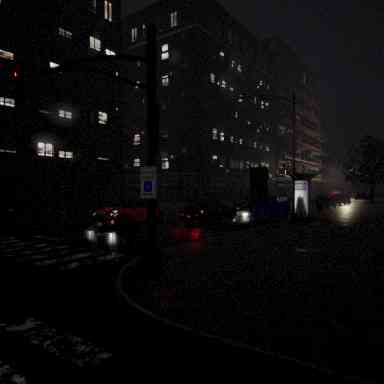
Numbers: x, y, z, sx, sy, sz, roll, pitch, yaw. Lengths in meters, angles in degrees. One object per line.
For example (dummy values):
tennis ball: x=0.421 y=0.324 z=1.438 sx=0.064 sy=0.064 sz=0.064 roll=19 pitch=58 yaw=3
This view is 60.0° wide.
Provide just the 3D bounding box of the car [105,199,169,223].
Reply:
car: x=-3.832 y=1.283 z=23.931 sx=1.887 sy=1.381 sz=4.507 roll=1 pitch=1 yaw=36

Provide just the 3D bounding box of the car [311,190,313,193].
car: x=16.541 y=0.860 z=48.063 sx=1.812 sy=1.442 sz=4.674 roll=0 pitch=1 yaw=36

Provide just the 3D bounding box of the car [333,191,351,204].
car: x=18.834 y=0.923 z=42.111 sx=1.947 sy=1.339 sz=4.313 roll=1 pitch=1 yaw=36

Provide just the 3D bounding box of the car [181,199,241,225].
car: x=1.143 y=1.250 z=21.770 sx=1.812 sy=1.442 sz=4.674 roll=0 pitch=1 yaw=36

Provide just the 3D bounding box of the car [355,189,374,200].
car: x=28.688 y=0.564 z=55.907 sx=1.967 sy=1.590 sz=4.097 roll=1 pitch=1 yaw=36

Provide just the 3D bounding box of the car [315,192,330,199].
car: x=25.699 y=0.621 z=65.284 sx=1.802 sy=1.307 sz=4.206 roll=1 pitch=1 yaw=36

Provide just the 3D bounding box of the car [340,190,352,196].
car: x=38.824 y=0.278 z=83.663 sx=2.008 sy=1.369 sz=4.403 roll=1 pitch=1 yaw=36

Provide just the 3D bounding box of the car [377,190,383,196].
car: x=45.111 y=0.315 z=78.907 sx=1.802 sy=1.307 sz=4.206 roll=1 pitch=1 yaw=36

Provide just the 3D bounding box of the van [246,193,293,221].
van: x=5.695 y=1.009 z=23.708 sx=1.690 sy=1.788 sz=3.998 roll=1 pitch=1 yaw=36

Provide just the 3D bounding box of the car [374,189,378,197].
car: x=31.973 y=0.590 z=60.509 sx=1.887 sy=1.381 sz=4.507 roll=1 pitch=1 yaw=36

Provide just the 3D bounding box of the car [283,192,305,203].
car: x=15.757 y=0.801 z=51.361 sx=1.752 sy=1.417 sz=4.829 roll=1 pitch=1 yaw=36

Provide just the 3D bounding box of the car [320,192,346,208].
car: x=15.549 y=0.979 z=37.511 sx=1.887 sy=1.381 sz=4.507 roll=1 pitch=1 yaw=36

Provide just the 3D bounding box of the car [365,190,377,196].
car: x=44.217 y=0.216 z=82.085 sx=1.994 sy=1.385 sz=4.181 roll=0 pitch=1 yaw=36

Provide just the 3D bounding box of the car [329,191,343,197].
car: x=32.262 y=0.428 z=74.473 sx=1.887 sy=1.381 sz=4.507 roll=1 pitch=1 yaw=36

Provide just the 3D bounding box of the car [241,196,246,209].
car: x=5.832 y=1.105 z=33.235 sx=2.033 sy=1.411 sz=5.357 roll=0 pitch=1 yaw=36

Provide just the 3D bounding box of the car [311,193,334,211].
car: x=12.264 y=1.078 z=32.912 sx=1.947 sy=1.339 sz=4.313 roll=1 pitch=1 yaw=36

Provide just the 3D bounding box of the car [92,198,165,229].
car: x=-3.720 y=1.136 z=19.865 sx=2.097 sy=1.767 sz=4.553 roll=0 pitch=1 yaw=36

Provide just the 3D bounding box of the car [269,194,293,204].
car: x=12.574 y=0.933 z=46.906 sx=1.802 sy=1.307 sz=4.206 roll=1 pitch=1 yaw=36

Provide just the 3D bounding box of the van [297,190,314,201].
van: x=19.137 y=0.536 z=56.090 sx=1.690 sy=1.788 sz=3.998 roll=1 pitch=1 yaw=36

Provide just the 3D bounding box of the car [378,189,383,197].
car: x=41.827 y=0.356 z=74.307 sx=1.887 sy=1.381 sz=4.507 roll=1 pitch=1 yaw=36
